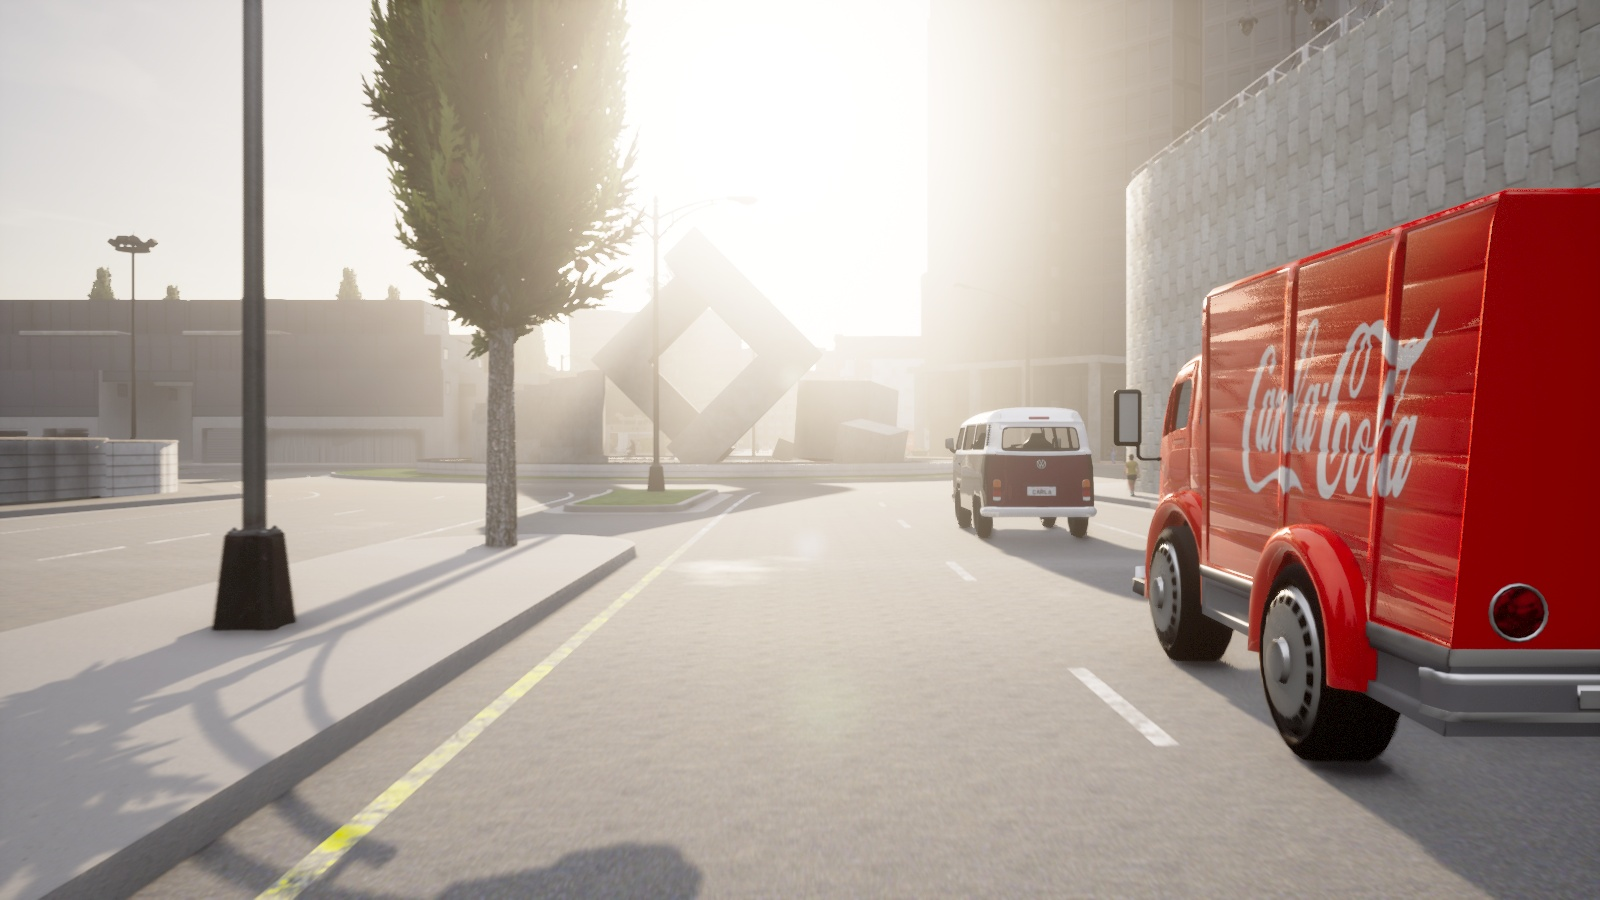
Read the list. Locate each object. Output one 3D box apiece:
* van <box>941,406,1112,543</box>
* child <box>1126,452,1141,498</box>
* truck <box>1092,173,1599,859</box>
[{"bbox_3d":[3.636,0.352,20.994,2.069,2.038,4.480,0,0,0],"label":"van"},{"bbox_3d":[8.222,0.609,30.971,0.255,1.110,0.394,0,0,-3],"label":"child"},{"bbox_3d":[3.554,0.223,7.113,2.627,2.467,5.204,0,0,0],"label":"truck"}]
